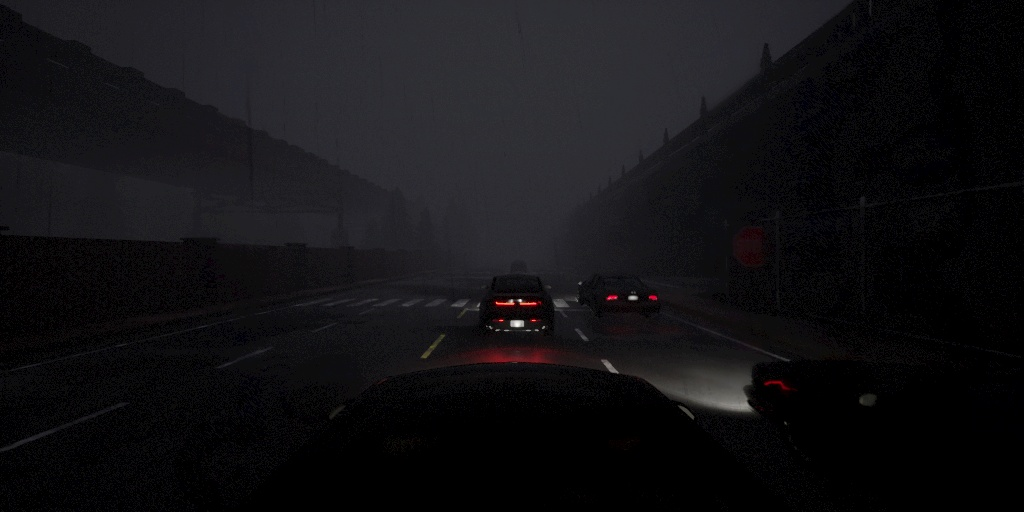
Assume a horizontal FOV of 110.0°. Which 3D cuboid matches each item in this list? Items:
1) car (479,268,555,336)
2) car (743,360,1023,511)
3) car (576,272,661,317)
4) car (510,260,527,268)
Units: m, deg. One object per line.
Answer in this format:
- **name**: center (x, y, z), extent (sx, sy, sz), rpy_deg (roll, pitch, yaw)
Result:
- **car**: center (0.122, 1.255, 10.374), extent (1.837, 1.490, 4.892), rpy_deg (0, 0, 0)
- **car**: center (3.602, 1.298, 1.686), extent (2.033, 1.411, 5.357), rpy_deg (0, 0, 1)
- **car**: center (3.636, 1.298, 13.174), extent (2.033, 1.411, 5.357), rpy_deg (0, 0, 1)
- **car**: center (0.827, 1.228, 44.112), extent (1.882, 1.535, 5.008), rpy_deg (0, 0, 1)
